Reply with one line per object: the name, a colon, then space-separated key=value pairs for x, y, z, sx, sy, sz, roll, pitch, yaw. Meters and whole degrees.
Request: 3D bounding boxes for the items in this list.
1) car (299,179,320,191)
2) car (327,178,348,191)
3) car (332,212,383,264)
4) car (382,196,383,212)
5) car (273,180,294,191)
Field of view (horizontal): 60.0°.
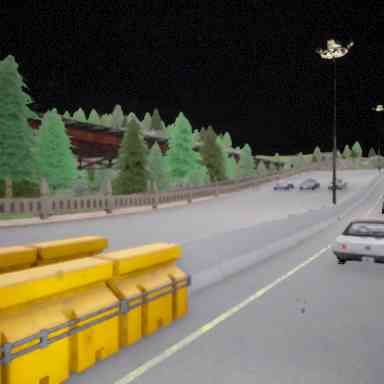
car: x=15.919 y=-1.010 z=44.961 sx=2.128 sy=1.511 sz=4.902 roll=0 pitch=7 yaw=34
car: x=18.822 y=-0.997 z=43.008 sx=1.837 sy=1.490 sz=4.892 roll=0 pitch=7 yaw=34
car: x=6.088 y=1.561 z=10.995 sx=1.895 sy=1.301 sz=4.718 roll=0 pitch=1 yaw=34
car: x=15.544 y=0.758 z=25.170 sx=1.812 sy=1.442 sz=4.674 roll=0 pitch=4 yaw=34
car: x=13.021 y=-0.977 z=46.921 sx=1.812 sy=1.442 sz=4.674 roll=0 pitch=7 yaw=34
